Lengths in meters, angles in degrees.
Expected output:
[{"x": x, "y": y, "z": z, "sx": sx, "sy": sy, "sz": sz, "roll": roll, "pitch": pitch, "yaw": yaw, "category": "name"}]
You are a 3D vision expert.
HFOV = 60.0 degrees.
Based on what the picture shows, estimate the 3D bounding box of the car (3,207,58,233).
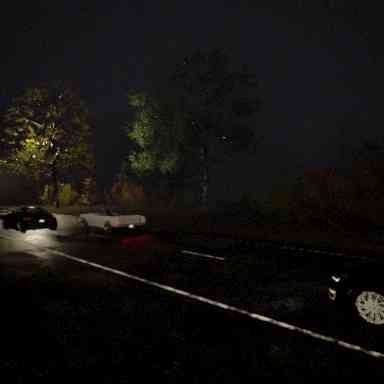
[{"x": -9.624, "y": 1.563, "z": 19.667, "sx": 1.994, "sy": 1.385, "sz": 4.181, "roll": 0, "pitch": 0, "yaw": -44, "category": "car"}]

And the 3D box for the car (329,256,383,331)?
[{"x": 4.613, "y": 1.495, "z": 4.971, "sx": 1.837, "sy": 1.490, "sz": 4.892, "roll": 0, "pitch": 0, "yaw": -44, "category": "car"}]

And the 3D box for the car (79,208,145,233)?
[{"x": -4.886, "y": 1.591, "z": 19.820, "sx": 1.895, "sy": 1.301, "sz": 4.718, "roll": 0, "pitch": 0, "yaw": -44, "category": "car"}]
